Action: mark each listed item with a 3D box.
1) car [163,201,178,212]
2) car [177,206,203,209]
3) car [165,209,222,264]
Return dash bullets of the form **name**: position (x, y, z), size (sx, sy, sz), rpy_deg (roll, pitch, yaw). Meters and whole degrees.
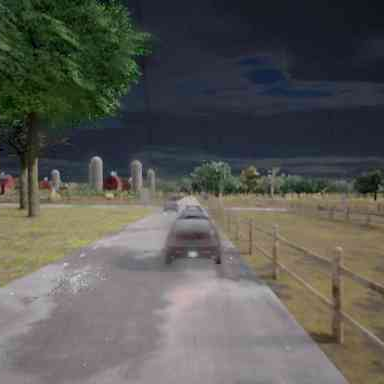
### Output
- **car**: position (-2.765, 1.928, 44.315), size (2.033, 1.411, 5.357), rpy_deg (0, 0, 1)
- **car**: position (0.054, 1.816, 27.687), size (1.994, 1.385, 4.181), rpy_deg (0, 0, 1)
- **car**: position (0.048, 1.625, 12.394), size (1.837, 1.490, 4.892), rpy_deg (0, 0, 1)
